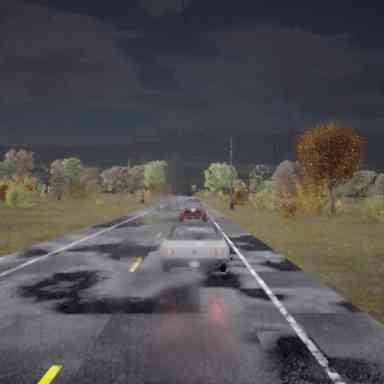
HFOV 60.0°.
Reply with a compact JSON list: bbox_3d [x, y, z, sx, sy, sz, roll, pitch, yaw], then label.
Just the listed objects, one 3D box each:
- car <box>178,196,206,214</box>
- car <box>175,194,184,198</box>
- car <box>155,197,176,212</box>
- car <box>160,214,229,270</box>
[{"bbox_3d":[0.073,1.456,27.532,2.097,1.767,4.553,0,0,0],"label":"car"},{"bbox_3d":[-3.487,1.445,91.413,2.150,2.045,5.566,0,0,-1],"label":"car"},{"bbox_3d":[-3.608,1.658,42.441,2.128,1.511,4.902,0,0,0],"label":"car"},{"bbox_3d":[0.076,1.642,11.077,1.895,1.301,4.718,0,0,0],"label":"car"}]
